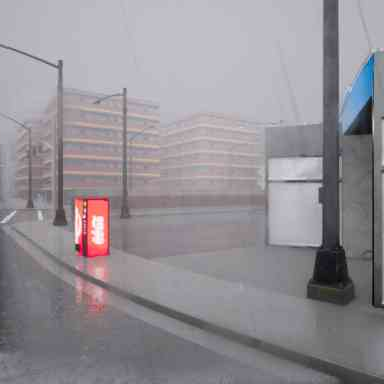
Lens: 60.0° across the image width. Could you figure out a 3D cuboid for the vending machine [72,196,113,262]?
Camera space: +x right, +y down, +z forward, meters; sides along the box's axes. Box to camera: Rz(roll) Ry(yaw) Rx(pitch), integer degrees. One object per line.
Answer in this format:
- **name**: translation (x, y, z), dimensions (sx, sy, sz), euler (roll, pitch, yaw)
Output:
- **vending machine**: translation (-3.388, 1.195, 11.293), dimensions (1.100, 2.100, 0.880), euler (0, 0, -36)
